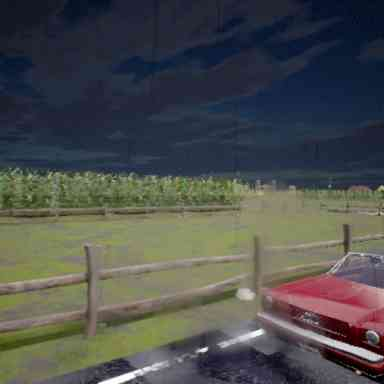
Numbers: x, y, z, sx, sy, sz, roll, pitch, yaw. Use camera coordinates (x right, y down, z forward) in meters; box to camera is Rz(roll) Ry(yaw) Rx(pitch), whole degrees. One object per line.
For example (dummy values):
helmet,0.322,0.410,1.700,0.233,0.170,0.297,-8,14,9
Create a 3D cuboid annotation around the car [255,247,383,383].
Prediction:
car,3.251,1.665,5.392,4.718,1.301,1.895,1,0,-35
